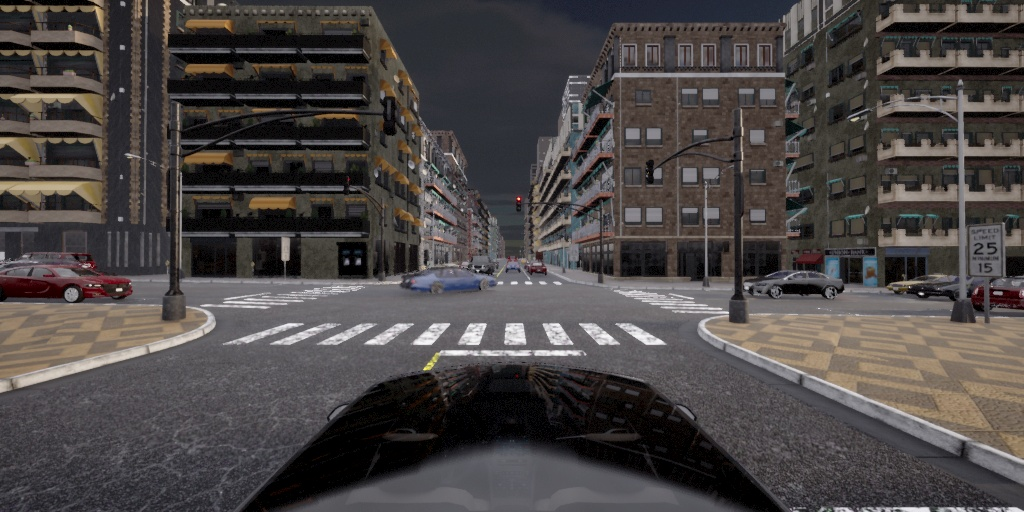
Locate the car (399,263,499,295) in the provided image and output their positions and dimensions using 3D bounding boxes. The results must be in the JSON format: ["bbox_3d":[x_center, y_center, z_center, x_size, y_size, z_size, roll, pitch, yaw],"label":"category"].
[{"bbox_3d":[-3.427,1.303,19.834,5.357,1.411,2.033,0,0,-41],"label":"car"}]

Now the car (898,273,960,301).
[{"bbox_3d":[25.182,1.733,19.739,5.357,1.411,2.033,1,-1,0],"label":"car"}]

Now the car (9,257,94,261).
[{"bbox_3d":[-20.738,0.929,16.237,4.902,1.511,2.128,1,-1,0],"label":"car"}]

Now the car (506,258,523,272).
[{"bbox_3d":[0.142,1.309,47.056,2.033,1.411,5.357,0,0,0],"label":"car"}]

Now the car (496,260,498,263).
[{"bbox_3d":[-3.057,1.266,45.241,1.837,1.490,4.892,0,0,0],"label":"car"}]

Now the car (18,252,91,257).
[{"bbox_3d":[-28.627,0.686,21.969,5.009,1.841,2.192,0,0,0],"label":"car"}]

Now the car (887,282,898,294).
[{"bbox_3d":[26.266,1.756,22.300,4.829,1.417,1.751,0,0,0],"label":"car"}]

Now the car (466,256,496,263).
[{"bbox_3d":[-3.068,0.980,35.202,2.150,2.045,5.566,0,0,0],"label":"car"}]

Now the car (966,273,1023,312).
[{"bbox_3d":[20.846,1.501,13.950,4.097,1.591,1.967,0,0,0],"label":"car"}]

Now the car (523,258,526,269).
[{"bbox_3d":[2.731,1.201,43.821,1.967,1.591,4.097,0,0,0],"label":"car"}]

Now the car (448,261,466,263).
[{"bbox_3d":[-5.660,1.283,32.626,1.751,1.417,4.829,0,0,0],"label":"car"}]

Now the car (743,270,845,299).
[{"bbox_3d":[15.323,1.523,19.678,4.902,1.511,2.128,1,-1,-1],"label":"car"}]

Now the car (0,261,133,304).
[{"bbox_3d":[-17.251,1.011,13.664,4.507,1.381,1.888,0,0,0],"label":"car"}]

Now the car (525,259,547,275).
[{"bbox_3d":[2.726,1.305,38.297,1.888,1.381,4.507,0,0,0],"label":"car"}]
